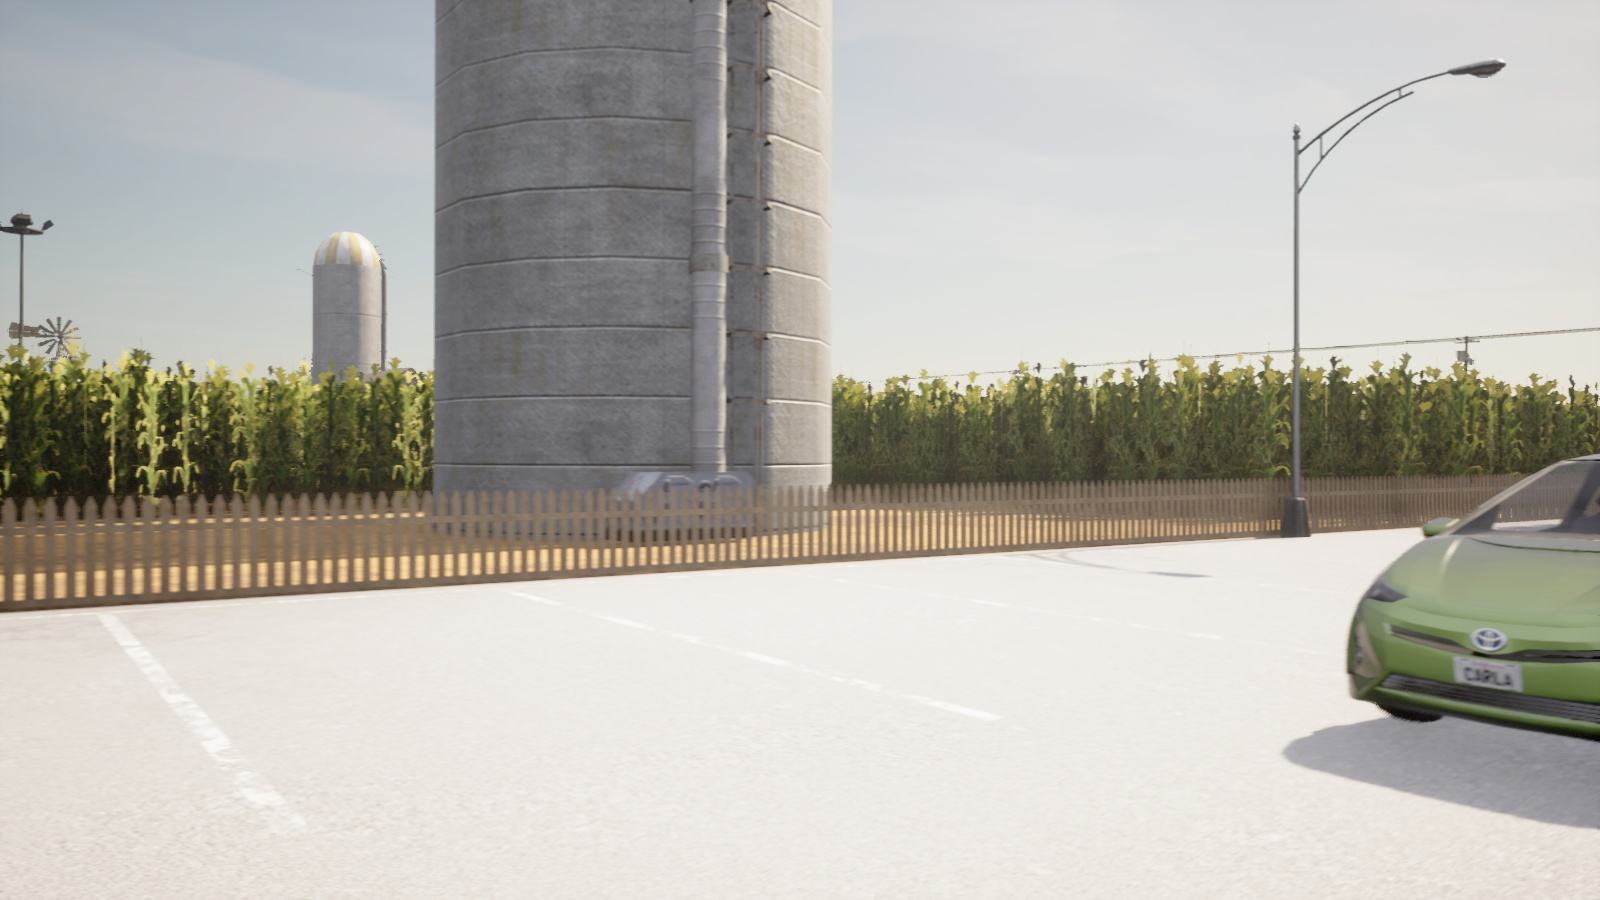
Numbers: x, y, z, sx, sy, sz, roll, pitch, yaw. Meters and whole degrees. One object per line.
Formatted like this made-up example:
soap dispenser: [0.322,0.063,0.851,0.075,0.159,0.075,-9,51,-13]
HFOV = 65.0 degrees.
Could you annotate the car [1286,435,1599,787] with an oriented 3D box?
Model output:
car: [5.017,0.698,7.151,4.514,1.525,2.007,0,0,-35]
